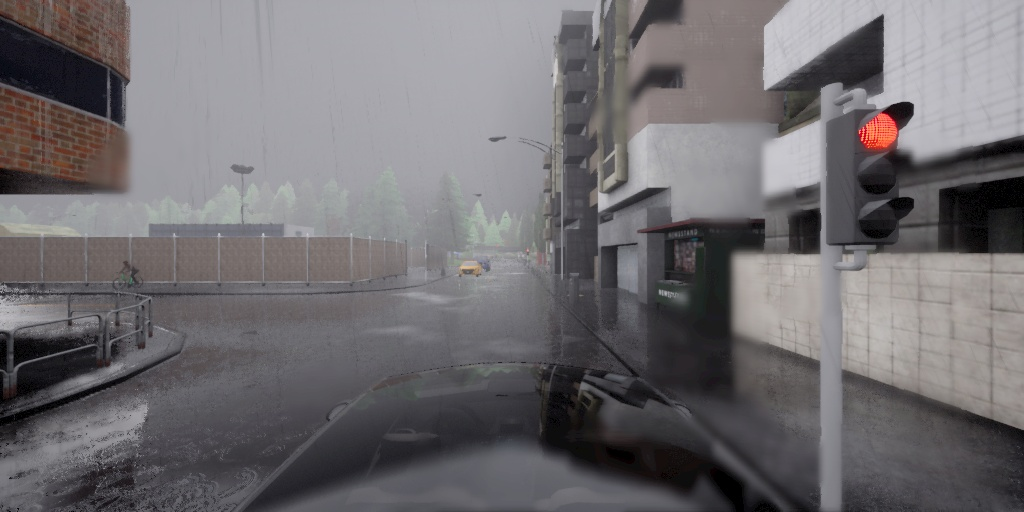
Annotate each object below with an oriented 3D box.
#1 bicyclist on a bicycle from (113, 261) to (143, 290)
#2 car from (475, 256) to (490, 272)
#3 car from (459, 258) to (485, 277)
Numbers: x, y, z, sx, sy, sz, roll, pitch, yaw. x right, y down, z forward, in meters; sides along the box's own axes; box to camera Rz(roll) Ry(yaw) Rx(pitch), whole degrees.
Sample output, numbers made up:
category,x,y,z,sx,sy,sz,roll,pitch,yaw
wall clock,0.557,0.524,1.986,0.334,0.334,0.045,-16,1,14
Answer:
category,x,y,z,sx,sy,sz,roll,pitch,yaw
bicyclist on a bicycle,-22.184,1.099,20.738,0.582,1.620,1.656,0,0,0
car,-4.080,0.973,47.684,2.150,2.045,5.566,0,0,1
car,-4.116,1.228,35.836,1.882,1.535,5.008,0,0,0
